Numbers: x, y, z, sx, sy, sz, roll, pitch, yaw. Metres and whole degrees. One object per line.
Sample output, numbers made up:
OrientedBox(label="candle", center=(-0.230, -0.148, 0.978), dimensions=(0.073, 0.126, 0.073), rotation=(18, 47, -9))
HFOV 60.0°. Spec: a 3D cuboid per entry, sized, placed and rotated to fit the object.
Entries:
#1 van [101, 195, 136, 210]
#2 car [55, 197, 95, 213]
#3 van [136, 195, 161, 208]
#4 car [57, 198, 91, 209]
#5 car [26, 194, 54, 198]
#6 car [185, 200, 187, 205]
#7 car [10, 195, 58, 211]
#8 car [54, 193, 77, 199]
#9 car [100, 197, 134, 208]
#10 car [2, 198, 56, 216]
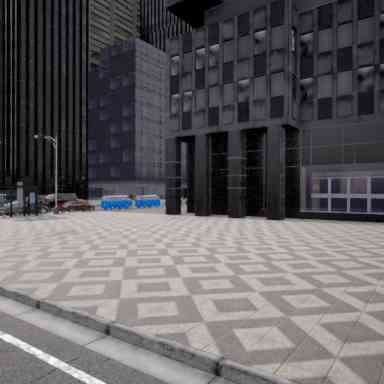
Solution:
OrientedBox(label="van", center=(-9.336, 1.331, 41.135), dimensions=(1.690, 1.788, 3.998), rotation=(0, 0, 35))
OrientedBox(label="car", center=(-12.631, 1.575, 36.511), dimensions=(1.802, 1.307, 4.206), rotation=(0, 0, 35))
OrientedBox(label="van", center=(-6.042, 1.328, 45.759), dimensions=(1.690, 1.788, 3.998), rotation=(0, 0, 35))
OrientedBox(label="car", center=(-16.281, 1.547, 46.081), dimensions=(1.802, 1.307, 4.206), rotation=(0, 0, 35))
OrientedBox(label="car", center=(-17.607, 1.212, 34.095), dimensions=(2.150, 2.045, 5.566), rotation=(0, 0, 35))
OrientedBox(label="car", center=(0.545, 1.567, 55.008), dimensions=(1.802, 1.307, 4.206), rotation=(0, 0, 35))
OrientedBox(label="car", center=(-19.574, 1.284, 41.456), dimensions=(2.192, 1.841, 5.009), rotation=(0, 0, 35))
OrientedBox(label="car", center=(-16.673, 1.197, 40.934), dimensions=(2.150, 2.045, 5.566), rotation=(0, 0, 35))
OrientedBox(label="car", center=(-10.981, 1.475, 48.912), dimensions=(1.837, 1.490, 4.892), rotation=(0, 0, 36))
OrientedBox(label="car", center=(-15.925, 1.548, 31.887), dimensions=(2.008, 1.369, 4.403), rotation=(0, 0, 35))
